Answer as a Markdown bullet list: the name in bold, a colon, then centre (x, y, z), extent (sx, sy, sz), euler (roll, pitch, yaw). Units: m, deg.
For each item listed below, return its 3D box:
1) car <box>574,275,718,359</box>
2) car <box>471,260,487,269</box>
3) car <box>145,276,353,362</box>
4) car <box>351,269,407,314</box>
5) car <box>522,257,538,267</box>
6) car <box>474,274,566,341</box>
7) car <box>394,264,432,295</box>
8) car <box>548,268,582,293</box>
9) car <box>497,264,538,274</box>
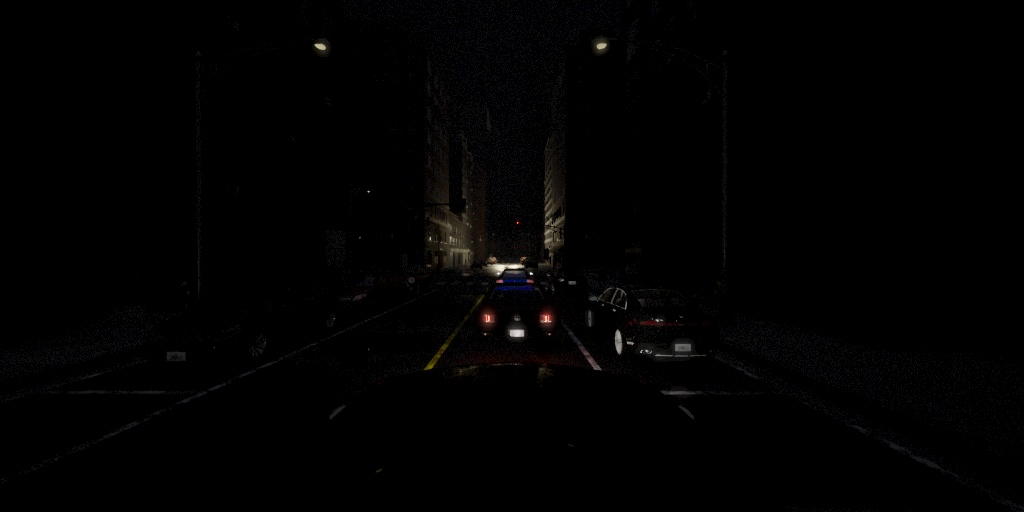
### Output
- **car**: centre (2.876, 1.300, 8.192), extent (2.007, 1.370, 4.403), euler (0, 0, 0)
- **car**: centre (-5.468, 1.368, 56.322), extent (1.802, 1.307, 4.207), euler (0, 0, 0)
- **car**: centre (-5.649, 1.316, 8.218), extent (1.948, 1.339, 4.313), euler (0, 0, 0)
- **car**: centre (-5.633, 1.332, 13.719), extent (1.802, 1.307, 4.207), euler (0, 0, 0)
- **car**: centre (3.057, 1.226, 56.283), extent (1.967, 1.591, 4.097), euler (0, 0, 0)
- **car**: centre (0.120, 1.351, 9.816), extent (1.895, 1.301, 4.718), euler (0, 0, 0)
- **car**: centre (-5.616, 1.191, 19.220), extent (1.967, 1.591, 4.097), euler (0, 0, 0)
- **car**: centre (2.909, 1.317, 19.194), extent (1.948, 1.339, 4.313), euler (0, 0, 0)
- **car**: centre (0.148, 1.315, 18.576), extent (1.994, 1.385, 4.181), euler (0, 0, 1)
